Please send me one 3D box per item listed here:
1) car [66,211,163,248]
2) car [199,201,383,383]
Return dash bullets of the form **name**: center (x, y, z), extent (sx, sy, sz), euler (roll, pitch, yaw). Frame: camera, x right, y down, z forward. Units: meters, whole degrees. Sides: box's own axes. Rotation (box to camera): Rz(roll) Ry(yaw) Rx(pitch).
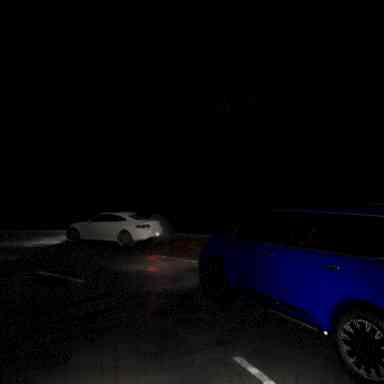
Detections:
- **car**: center (-3.500, 1.566, 14.928), extent (4.674, 1.442, 1.812), euler (-1, 0, 27)
- **car**: center (2.171, 1.169, 5.549), extent (2.150, 2.045, 5.566), euler (0, 0, -27)
